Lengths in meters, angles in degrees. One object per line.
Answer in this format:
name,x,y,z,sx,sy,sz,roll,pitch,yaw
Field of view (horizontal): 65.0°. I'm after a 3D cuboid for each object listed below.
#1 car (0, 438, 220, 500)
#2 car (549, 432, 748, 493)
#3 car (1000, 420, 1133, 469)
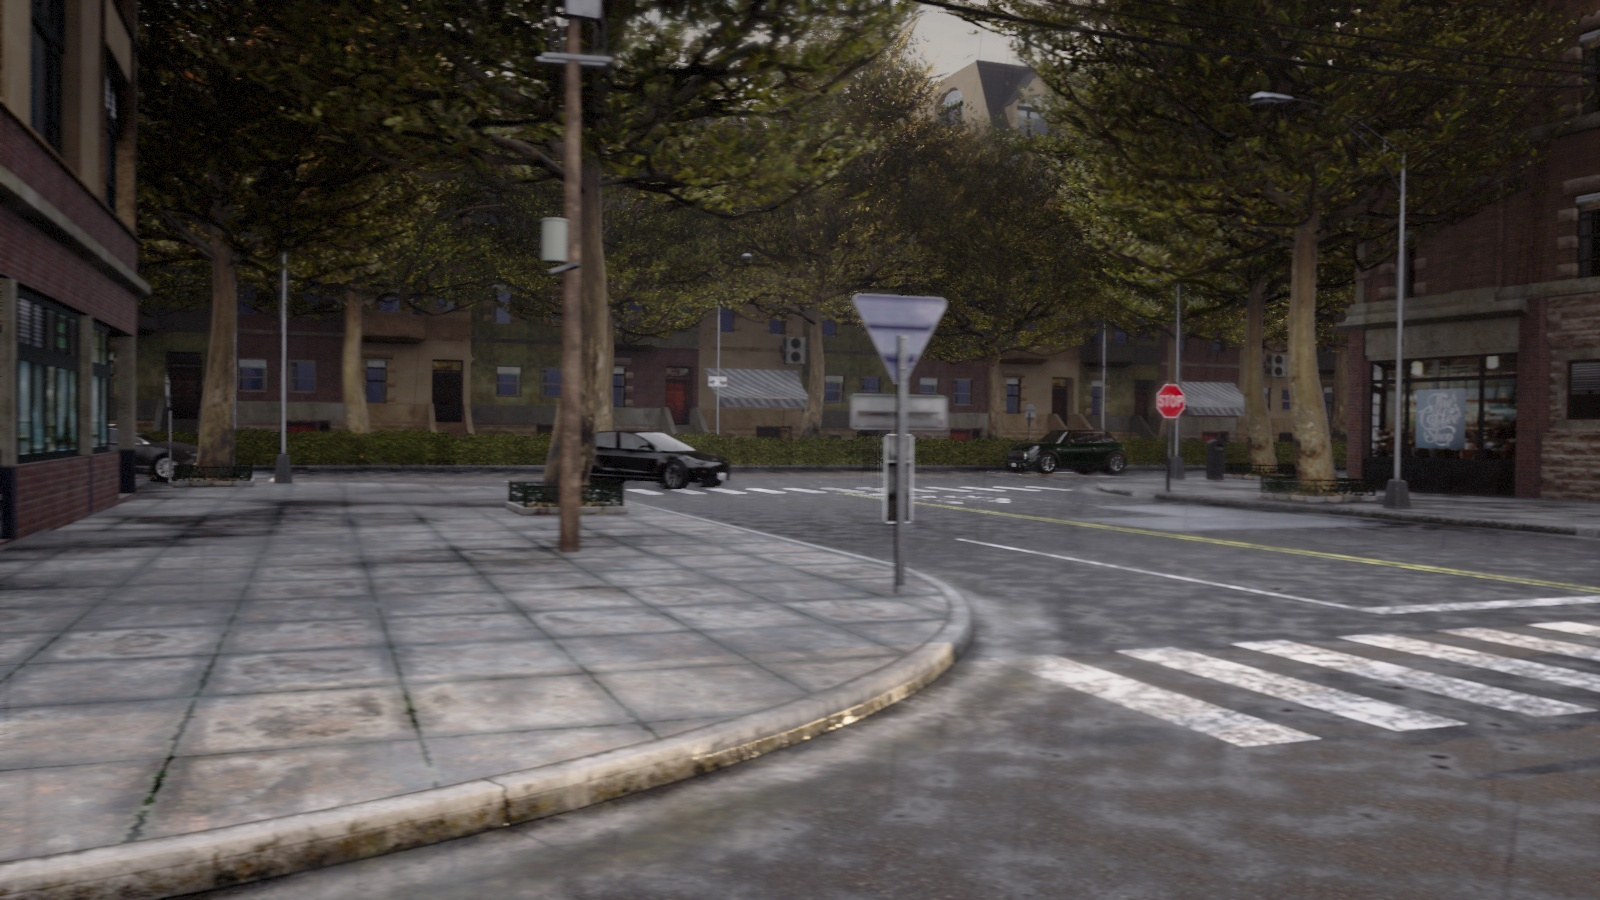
car,-18.120,0.458,33.234,4.892,1.490,1.837,-1,1,-21
car,-3.991,0.303,33.037,4.792,1.488,2.163,0,1,28
car,10.123,-0.230,47.739,4.553,1.767,2.097,-1,1,-21
